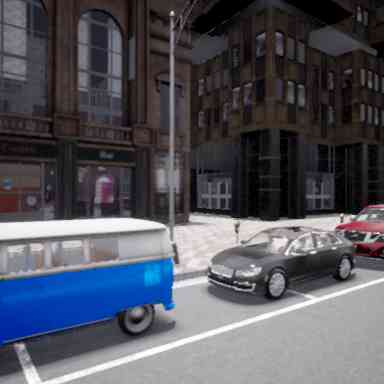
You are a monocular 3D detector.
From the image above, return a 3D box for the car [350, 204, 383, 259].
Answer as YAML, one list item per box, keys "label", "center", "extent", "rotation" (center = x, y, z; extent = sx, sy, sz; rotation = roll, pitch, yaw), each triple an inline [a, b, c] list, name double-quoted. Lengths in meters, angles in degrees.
- label: "car"
  center: [6.962, 1.354, 11.614]
  extent: [5.009, 1.841, 2.192]
  rotation: [0, 0, -36]

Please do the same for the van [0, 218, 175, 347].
- label: "van"
  center: [-2.186, 1.344, 5.088]
  extent: [3.998, 1.788, 1.690]
  rotation: [0, 0, -36]

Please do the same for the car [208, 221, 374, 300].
- label: "car"
  center: [2.387, 1.572, 8.351]
  extent: [4.403, 1.369, 2.008]
  rotation: [0, 0, -36]
